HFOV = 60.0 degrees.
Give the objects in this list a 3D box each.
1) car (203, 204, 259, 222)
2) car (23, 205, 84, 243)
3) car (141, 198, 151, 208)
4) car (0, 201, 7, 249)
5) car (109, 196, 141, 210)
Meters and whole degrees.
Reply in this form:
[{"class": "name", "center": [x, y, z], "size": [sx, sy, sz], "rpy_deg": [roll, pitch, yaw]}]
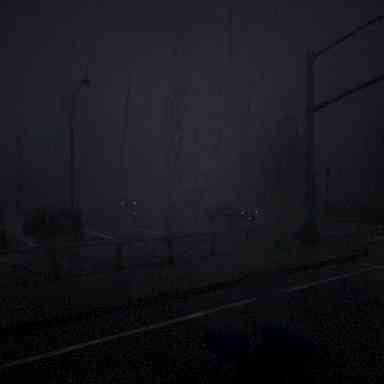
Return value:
[{"class": "car", "center": [2.989, 1.601, 26.291], "size": [1.895, 1.301, 4.718], "rpy_deg": [0, 0, -36]}, {"class": "car", "center": [-6.410, 1.340, 15.279], "size": [2.007, 1.523, 4.514], "rpy_deg": [0, 0, -36]}, {"class": "car", "center": [-7.436, 1.526, 46.638], "size": [1.812, 1.442, 4.674], "rpy_deg": [0, 0, -36]}, {"class": "car", "center": [-8.921, 1.331, 13.398], "size": [2.152, 1.636, 5.027], "rpy_deg": [0, 0, -36]}, {"class": "car", "center": [-8.836, 1.351, 42.381], "size": [2.097, 1.767, 4.553], "rpy_deg": [0, 0, -36]}]
